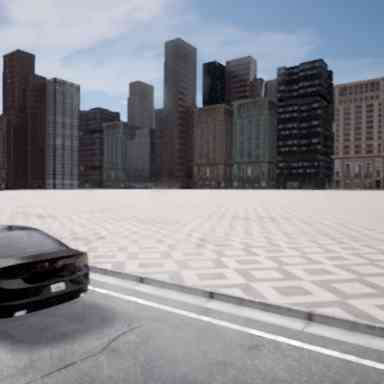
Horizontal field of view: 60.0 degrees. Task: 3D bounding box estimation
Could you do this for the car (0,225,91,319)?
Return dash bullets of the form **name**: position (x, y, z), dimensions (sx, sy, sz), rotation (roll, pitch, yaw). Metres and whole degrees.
- **car**: position (-4.267, 1.435, 7.033), dimensions (5.008, 1.535, 1.882), rotation (0, 0, 35)
